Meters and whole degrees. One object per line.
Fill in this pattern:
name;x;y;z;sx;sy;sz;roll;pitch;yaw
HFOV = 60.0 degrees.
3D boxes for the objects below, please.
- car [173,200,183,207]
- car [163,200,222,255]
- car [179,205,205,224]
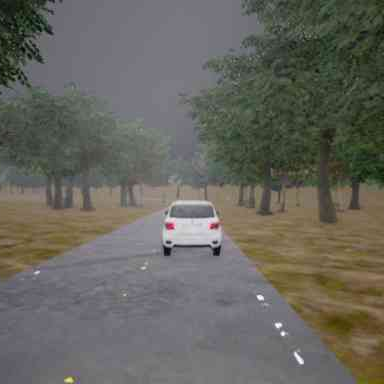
car;-2.989;2.418;71.010;1.812;1.442;4.674;0;-1;0
car;0.003;1.362;14.047;2.150;2.045;5.566;0;-1;0
car;0.005;1.878;28.995;2.033;1.411;5.357;0;-1;0
